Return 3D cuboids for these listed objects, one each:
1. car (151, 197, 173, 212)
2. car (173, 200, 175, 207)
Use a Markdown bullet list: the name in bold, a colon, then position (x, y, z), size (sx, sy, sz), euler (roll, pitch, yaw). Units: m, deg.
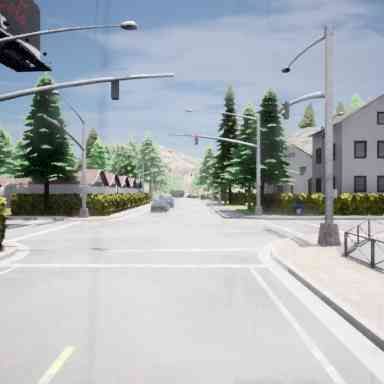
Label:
- **car**: position (-3.623, 1.547, 38.459), size (2.033, 1.411, 5.357), euler (0, 0, 0)
- **car**: position (-3.611, 1.477, 48.742), size (1.882, 1.535, 5.008), euler (0, 0, 0)
